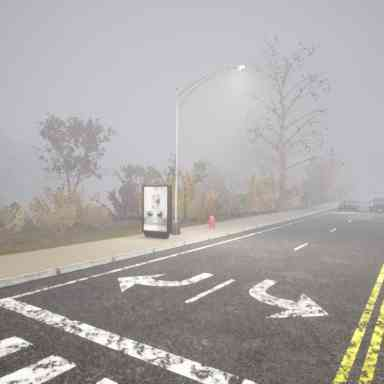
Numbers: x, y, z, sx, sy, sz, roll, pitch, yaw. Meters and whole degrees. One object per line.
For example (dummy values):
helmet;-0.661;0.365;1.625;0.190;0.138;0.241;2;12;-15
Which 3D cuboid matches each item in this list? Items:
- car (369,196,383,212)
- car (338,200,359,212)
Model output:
car;21.539;1.393;38.046;2.097;1.767;4.553;0;0;31
car;18.724;1.602;39.670;1.994;1.385;4.181;0;0;31
